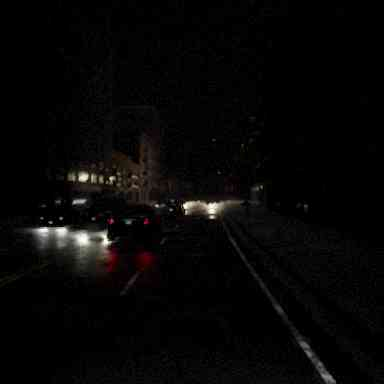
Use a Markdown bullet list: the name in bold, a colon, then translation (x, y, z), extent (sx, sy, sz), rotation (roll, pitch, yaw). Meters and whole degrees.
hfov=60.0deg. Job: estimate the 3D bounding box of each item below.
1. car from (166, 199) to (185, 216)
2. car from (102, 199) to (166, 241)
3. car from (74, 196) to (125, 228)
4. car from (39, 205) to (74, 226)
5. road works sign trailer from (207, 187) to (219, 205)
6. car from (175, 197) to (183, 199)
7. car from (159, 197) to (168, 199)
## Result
- **car**: translation (-1.865, 1.708, 33.968), extent (1.994, 1.385, 4.181), rotation (0, 0, 4)
- **car**: translation (-2.780, 1.413, 17.085), extent (2.097, 1.767, 4.553), rotation (0, 0, 2)
- **car**: translation (-5.970, 1.311, 23.373), extent (2.150, 2.045, 5.566), rotation (0, 0, 3)
- **car**: translation (-9.165, 1.642, 24.557), extent (2.033, 1.411, 5.357), rotation (0, 0, 3)
- **road works sign trailer**: translation (4.049, 0.764, 64.496), extent (2.380, 3.560, 2.880), rotation (0, 0, 6)
- **car**: translation (-2.509, 1.803, 64.417), extent (1.837, 1.490, 4.892), rotation (0, 0, 6)
- **car**: translation (-5.700, 1.806, 65.131), extent (1.837, 1.490, 4.892), rotation (0, 0, 6)
